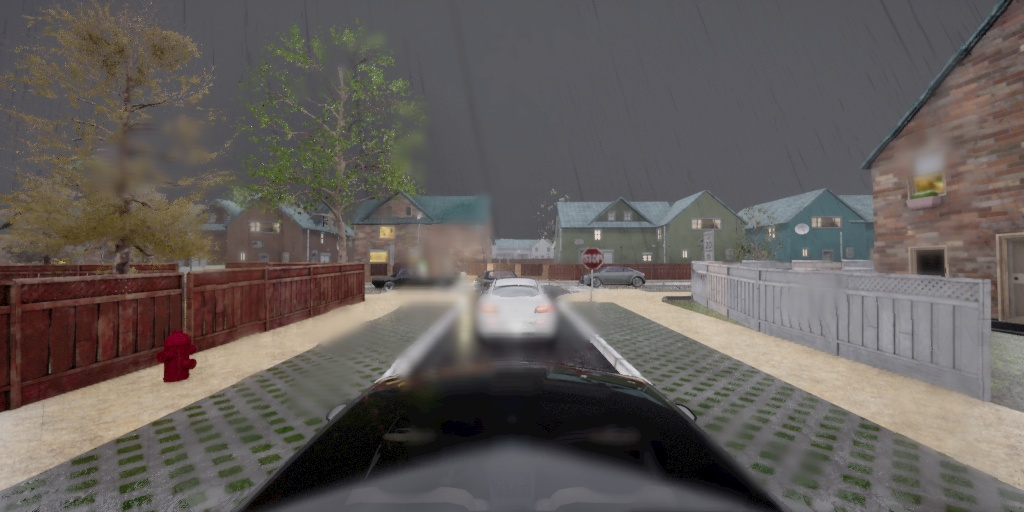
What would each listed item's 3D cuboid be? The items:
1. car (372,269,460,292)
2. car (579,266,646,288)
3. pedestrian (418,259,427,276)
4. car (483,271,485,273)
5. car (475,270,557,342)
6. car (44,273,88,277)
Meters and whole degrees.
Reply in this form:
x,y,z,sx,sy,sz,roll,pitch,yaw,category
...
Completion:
x,y,z,sx,sy,sz,roll,pitch,yaw,category
-5.469,1.416,20.849,4.718,1.301,1.895,-1,-1,1,car
6.554,1.344,23.631,4.181,1.385,1.994,0,-1,1,car
-6.683,1.118,26.736,0.375,1.860,0.375,0,-1,1,pedestrian
-0.745,1.366,18.461,1.895,1.301,4.718,0,-1,-12,car
0.109,1.279,9.642,1.812,1.442,4.674,0,0,0,car
-25.593,1.632,21.133,4.718,1.301,1.895,-1,-1,1,car
